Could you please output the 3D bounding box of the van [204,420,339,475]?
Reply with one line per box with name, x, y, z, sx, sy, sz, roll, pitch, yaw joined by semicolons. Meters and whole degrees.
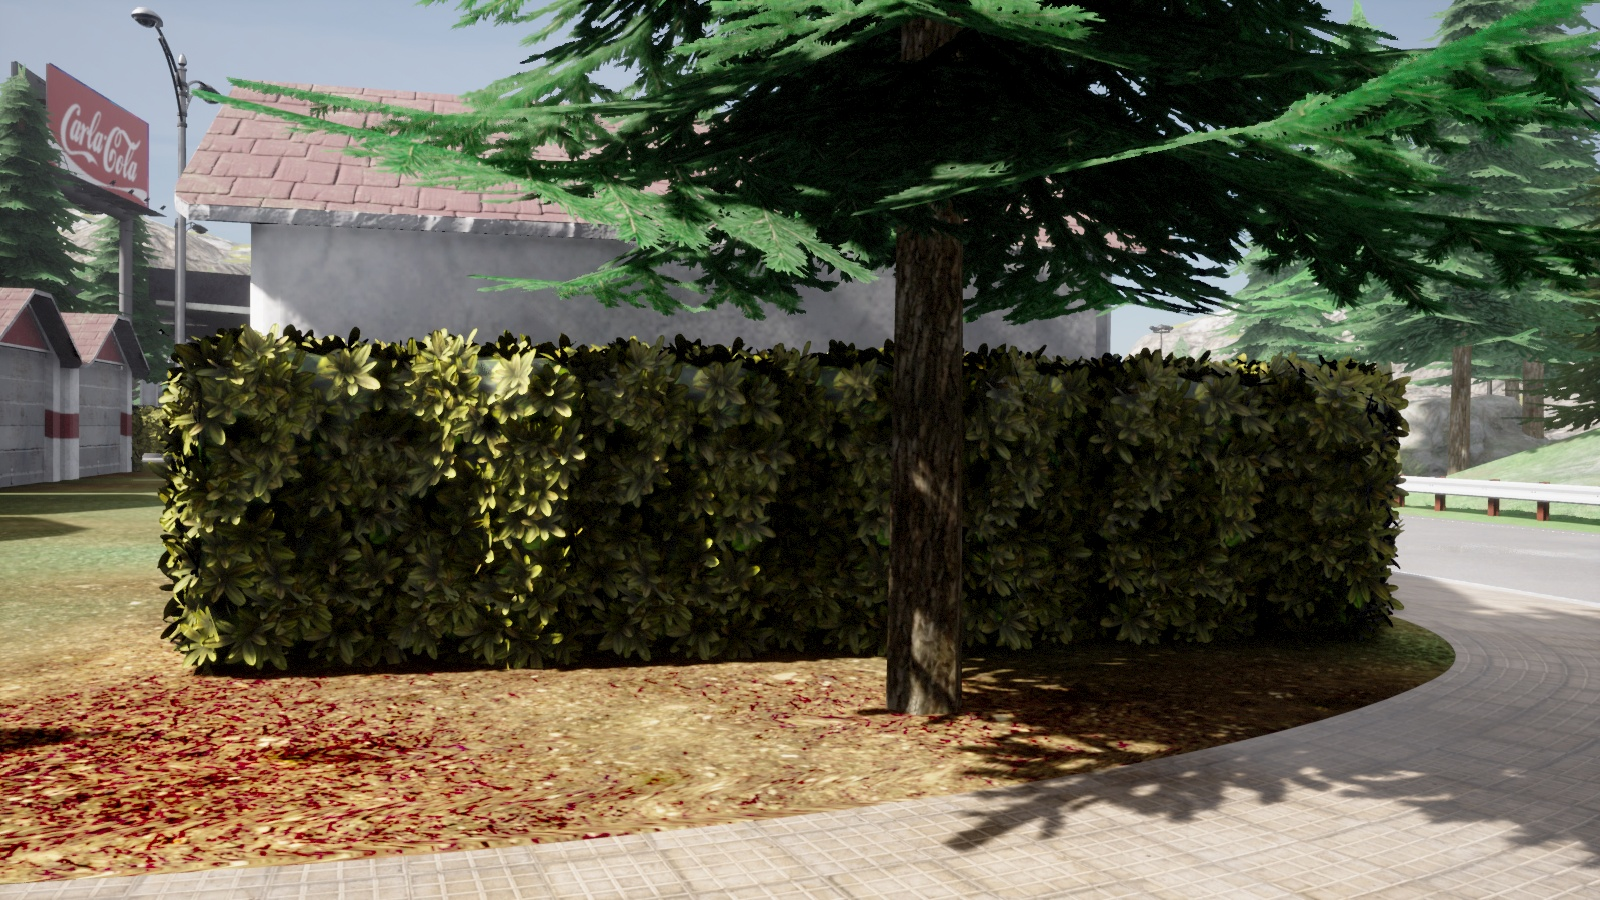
van;-19.764;-0.103;47.132;4.442;1.987;1.775;0;0;-14
